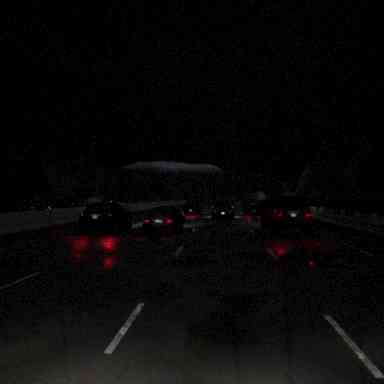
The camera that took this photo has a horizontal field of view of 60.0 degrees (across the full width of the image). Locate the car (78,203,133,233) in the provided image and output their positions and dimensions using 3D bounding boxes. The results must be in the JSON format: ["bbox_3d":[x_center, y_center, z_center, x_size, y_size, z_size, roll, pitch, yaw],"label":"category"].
[{"bbox_3d":[-5.072,1.422,20.139,2.097,1.767,4.553,0,-1,5],"label":"car"}]

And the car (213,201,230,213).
[{"bbox_3d":[3.931,1.934,44.317,2.128,1.511,4.902,0,-1,5],"label":"car"}]

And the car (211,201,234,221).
[{"bbox_3d":[2.722,1.760,29.559,1.994,1.385,4.181,0,-1,5],"label":"car"}]

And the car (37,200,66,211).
[{"bbox_3d":[-14.642,1.595,34.285,2.097,1.767,4.553,0,-1,5],"label":"car"}]

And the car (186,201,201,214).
[{"bbox_3d":[0.050,1.865,39.814,1.837,1.490,4.892,0,-1,5],"label":"car"}]

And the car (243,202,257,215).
[{"bbox_3d":[6.982,1.878,38.680,1.812,1.442,4.674,0,-1,5],"label":"car"}]

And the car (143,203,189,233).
[{"bbox_3d":[-1.580,1.618,19.916,2.033,1.411,5.357,0,-1,5],"label":"car"}]

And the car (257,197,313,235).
[{"bbox_3d":[5.420,1.296,19.628,2.150,2.045,5.566,0,-1,5],"label":"car"}]

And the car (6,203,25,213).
[{"bbox_3d":[-18.058,1.820,35.438,1.994,1.385,4.181,0,-1,5],"label":"car"}]
